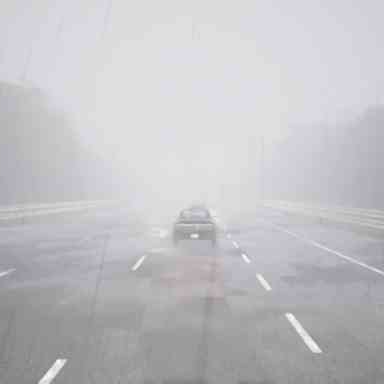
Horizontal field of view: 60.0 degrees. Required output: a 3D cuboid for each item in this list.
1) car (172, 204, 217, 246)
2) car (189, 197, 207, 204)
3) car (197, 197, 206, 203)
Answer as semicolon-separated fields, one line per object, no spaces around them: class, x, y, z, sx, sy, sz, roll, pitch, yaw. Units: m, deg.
car;0.141;1.511;15.385;2.128;1.511;4.902;0;0;1
car;0.640;1.595;34.453;1.812;1.442;4.674;0;0;2
car;2.410;1.883;81.896;2.128;1.511;4.902;0;-1;2
